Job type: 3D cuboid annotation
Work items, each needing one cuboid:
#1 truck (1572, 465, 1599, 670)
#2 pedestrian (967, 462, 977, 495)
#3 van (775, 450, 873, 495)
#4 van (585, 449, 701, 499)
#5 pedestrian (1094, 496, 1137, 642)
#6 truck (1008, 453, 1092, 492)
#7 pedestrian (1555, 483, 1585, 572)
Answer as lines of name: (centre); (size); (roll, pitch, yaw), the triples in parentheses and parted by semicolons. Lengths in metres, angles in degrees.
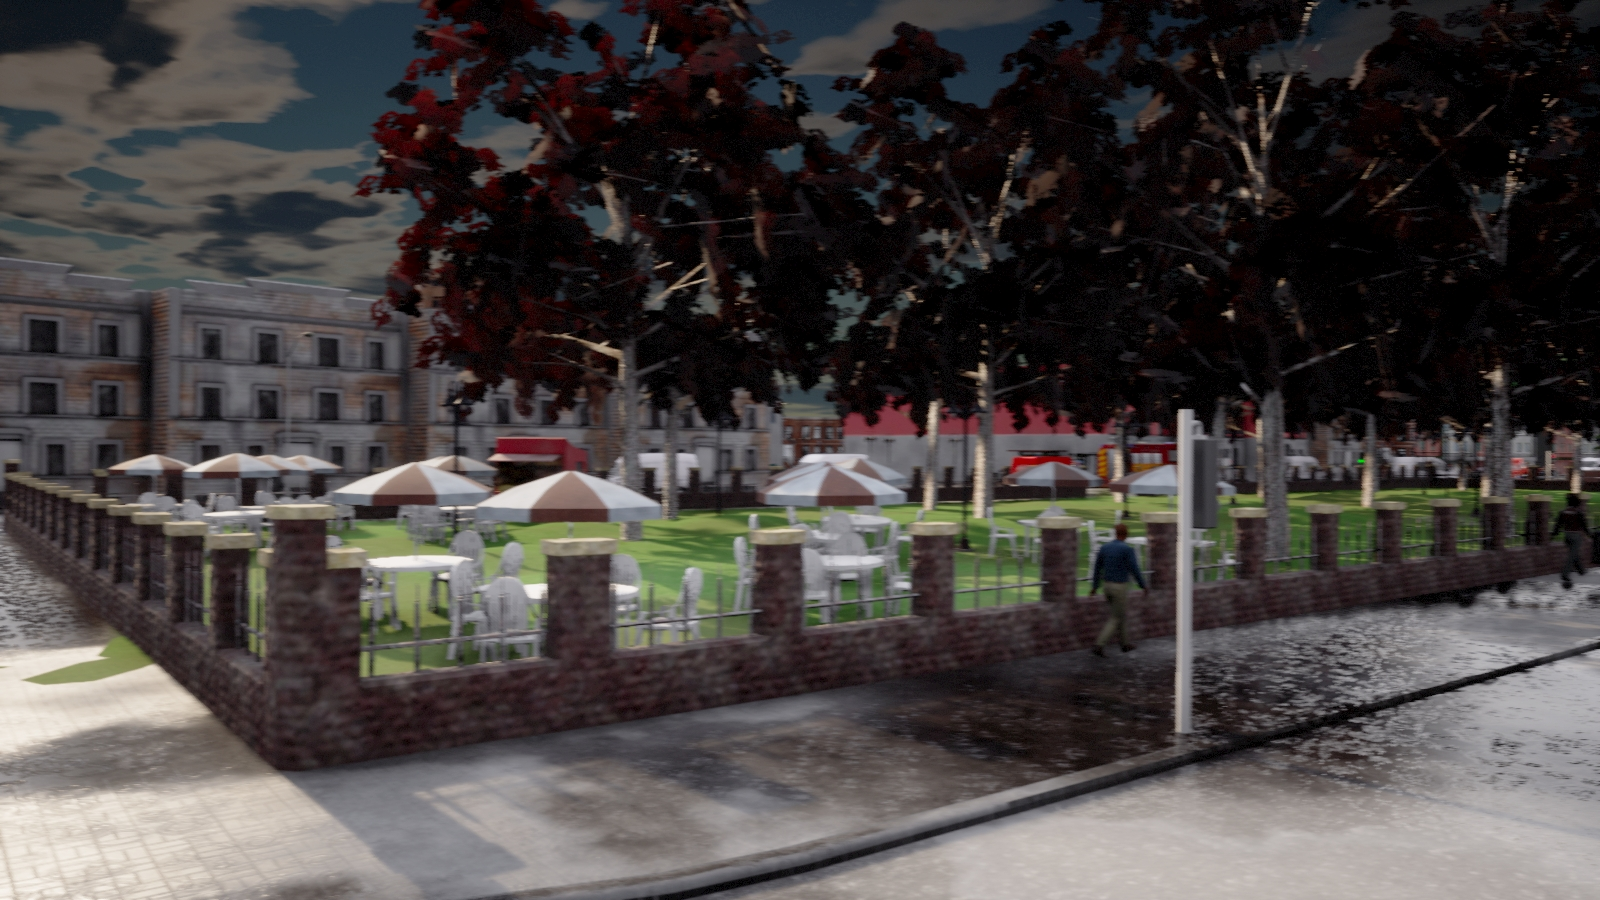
truck: (12.309, 1.439, 14.553); (5.204, 2.467, 2.627); (0, 0, -38)
pedestrian: (9.618, 1.585, 63.800); (0.375, 1.860, 0.375); (0, 0, -38)
van: (1.466, 1.313, 68.610); (5.915, 2.561, 1.988); (1, 0, -38)
van: (-8.327, 1.239, 60.944); (5.915, 2.561, 1.988); (1, 0, -38)
pedestrian: (4.133, 1.544, 14.960); (0.375, 1.860, 0.375); (0, 0, -39)
truck: (16.497, 1.459, 75.265); (5.204, 2.467, 2.627); (0, 0, -38)
pedestrian: (16.373, 1.645, 24.298); (0.375, 1.860, 0.375); (0, 0, -26)
